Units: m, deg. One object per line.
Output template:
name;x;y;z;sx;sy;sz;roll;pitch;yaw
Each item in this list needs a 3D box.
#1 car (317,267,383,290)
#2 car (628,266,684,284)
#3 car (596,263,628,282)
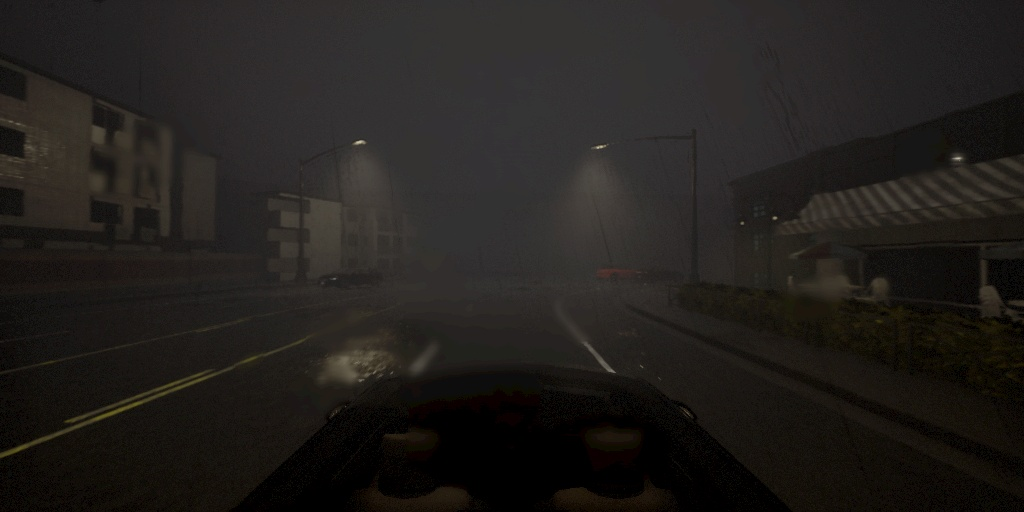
car;-11.453;1.538;25.696;2.128;1.511;4.902;0;-1;23
car;13.430;1.668;32.683;4.902;1.511;2.128;0;-1;-25
car;10.546;1.556;35.285;4.553;1.767;2.097;1;-1;-30
